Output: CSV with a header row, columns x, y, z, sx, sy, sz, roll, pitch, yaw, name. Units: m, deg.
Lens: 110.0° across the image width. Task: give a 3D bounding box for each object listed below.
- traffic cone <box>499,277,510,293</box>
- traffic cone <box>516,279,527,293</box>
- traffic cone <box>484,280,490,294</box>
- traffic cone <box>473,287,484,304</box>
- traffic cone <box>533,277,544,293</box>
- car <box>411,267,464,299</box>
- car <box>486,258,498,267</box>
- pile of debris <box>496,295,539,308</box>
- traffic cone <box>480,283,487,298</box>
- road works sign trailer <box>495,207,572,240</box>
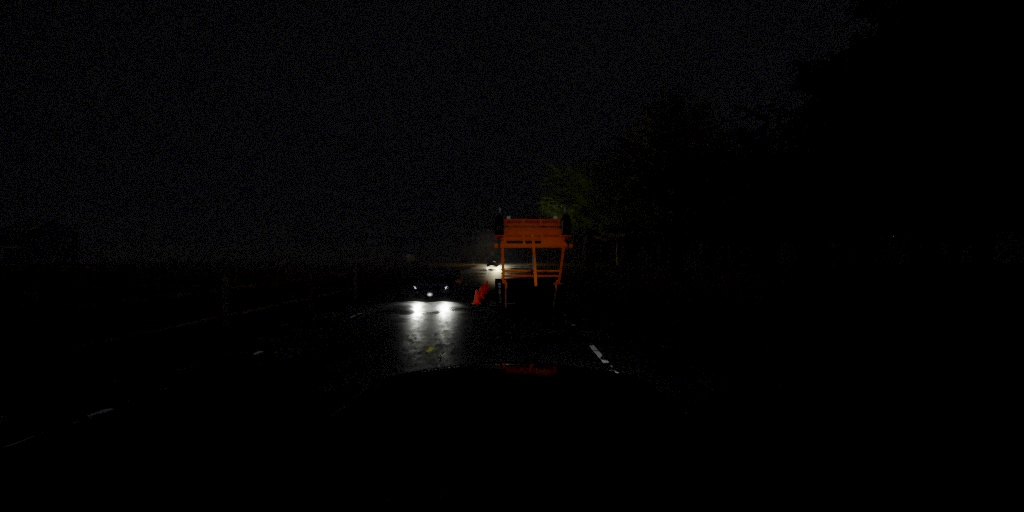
x,y,z,sx,sy,sz,roll,pitch,yaw,name
-0.453,1.688,20.906,0.340,0.580,0.340,0,0,0,traffic cone
0.546,1.688,20.905,0.340,0.580,0.340,0,0,0,traffic cone
-1.455,1.690,18.909,0.340,0.580,0.340,0,0,0,traffic cone
-1.462,1.694,14.909,0.340,0.580,0.340,0,0,0,traffic cone
1.545,1.688,20.903,0.340,0.580,0.340,0,0,0,traffic cone
-3.567,1.283,18.213,2.033,1.411,5.357,0,0,0,car
-3.398,1.170,61.909,1.837,1.490,4.892,0,0,0,car
0.022,1.904,14.912,1.860,0.140,1.500,0,0,0,pile of debris
-1.459,1.692,16.908,0.340,0.580,0.340,0,0,0,traffic cone
0.629,-2.366,10.118,2.380,3.560,2.880,0,0,0,road works sign trailer
